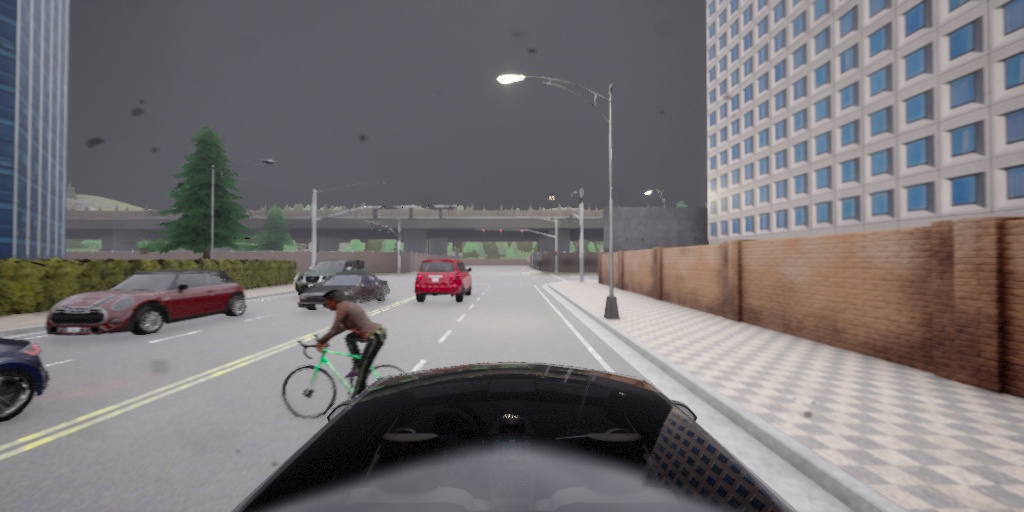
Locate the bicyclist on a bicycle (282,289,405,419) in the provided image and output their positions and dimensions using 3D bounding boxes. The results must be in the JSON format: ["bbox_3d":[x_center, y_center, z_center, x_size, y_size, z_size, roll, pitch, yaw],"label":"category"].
[{"bbox_3d":[-2.056,1.238,4.481,1.656,1.620,0.582,-1,-1,0],"label":"bicyclist on a bicycle"}]

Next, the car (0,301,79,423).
[{"bbox_3d":[-7.093,1.329,2.918,1.994,1.385,4.181,0,-1,0],"label":"car"}]

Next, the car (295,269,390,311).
[{"bbox_3d":[-7.037,1.479,15.774,2.033,1.411,5.357,0,-1,0],"label":"car"}]

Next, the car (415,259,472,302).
[{"bbox_3d":[-3.376,1.190,18.500,2.150,2.045,5.566,0,-1,0],"label":"car"}]

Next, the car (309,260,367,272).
[{"bbox_3d":[-10.471,1.227,21.465,2.150,2.045,5.566,0,-1,0],"label":"car"}]

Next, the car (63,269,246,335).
[{"bbox_3d":[-10.572,1.221,10.905,2.097,1.767,4.553,0,-1,0],"label":"car"}]
